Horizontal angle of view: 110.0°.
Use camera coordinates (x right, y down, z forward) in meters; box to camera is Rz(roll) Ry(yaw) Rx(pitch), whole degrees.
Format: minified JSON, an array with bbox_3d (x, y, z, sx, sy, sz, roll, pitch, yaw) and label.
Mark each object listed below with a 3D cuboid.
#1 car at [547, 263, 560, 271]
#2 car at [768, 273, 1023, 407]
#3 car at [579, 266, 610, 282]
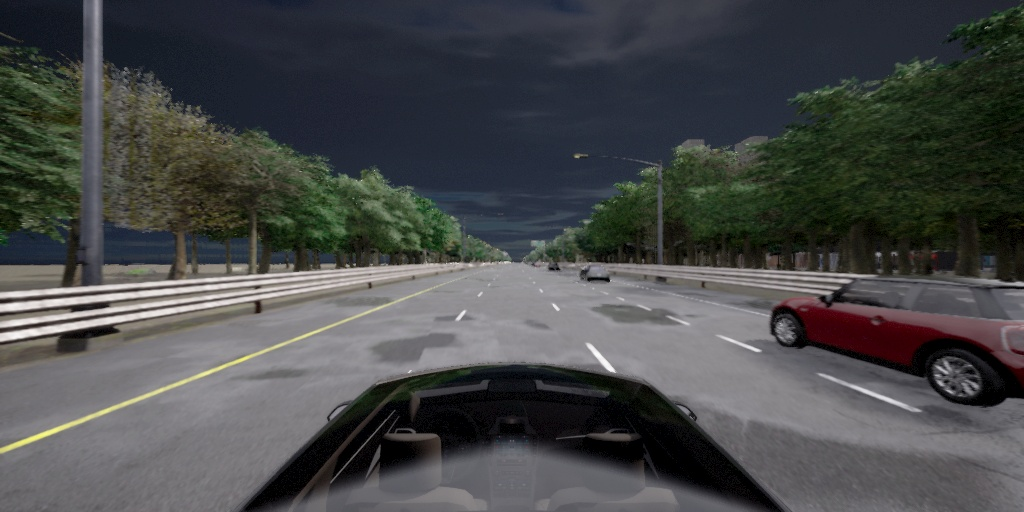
[{"bbox_3d":[7.205,1.894,62.652,1.837,1.490,4.892,0,-1,0],"label":"car"},{"bbox_3d":[7.001,1.120,6.440,2.097,1.767,4.553,0,0,0],"label":"car"},{"bbox_3d":[7.043,1.502,30.930,1.994,1.385,4.181,0,-1,0],"label":"car"}]
